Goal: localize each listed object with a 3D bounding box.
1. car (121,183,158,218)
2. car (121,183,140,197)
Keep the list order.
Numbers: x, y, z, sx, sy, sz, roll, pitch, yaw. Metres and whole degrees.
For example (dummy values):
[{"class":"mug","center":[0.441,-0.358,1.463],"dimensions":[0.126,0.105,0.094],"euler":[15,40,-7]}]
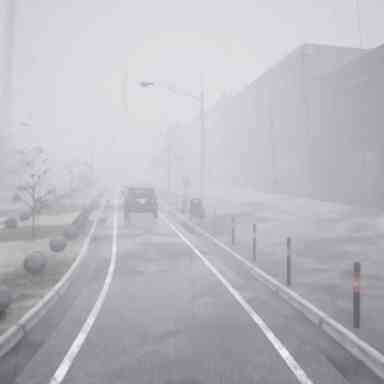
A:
[{"class":"car","center":[-3.624,0.548,22.931],"dimensions":[2.150,2.045,5.566],"euler":[0,4,-12]},{"class":"car","center":[-7.836,-0.347,41.943],"dimensions":[2.128,1.511,4.902],"euler":[0,3,-12]}]
